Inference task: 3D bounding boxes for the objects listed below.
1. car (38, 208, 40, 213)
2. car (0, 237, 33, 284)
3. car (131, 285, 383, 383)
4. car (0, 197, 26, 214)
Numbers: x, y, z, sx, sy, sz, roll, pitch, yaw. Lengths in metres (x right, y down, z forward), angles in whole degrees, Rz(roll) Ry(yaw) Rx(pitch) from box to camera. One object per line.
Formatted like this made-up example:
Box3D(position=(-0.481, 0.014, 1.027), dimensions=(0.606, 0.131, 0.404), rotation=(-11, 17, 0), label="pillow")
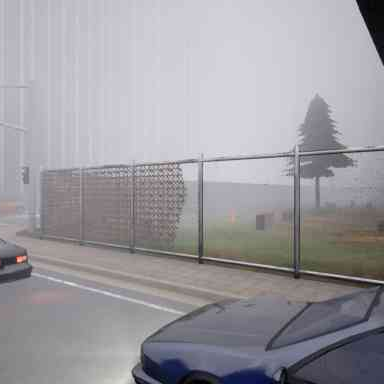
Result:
Box3D(position=(-13.095, 1.508, 33.347), dimensions=(1.994, 1.385, 4.181), rotation=(0, 0, 36), label="car")
Box3D(position=(-6.207, 1.547, 8.397), dimensions=(5.357, 1.411, 2.033), rotation=(0, 0, 35), label="car")
Box3D(position=(1.998, 1.547, 2.566), dimensions=(5.357, 1.411, 2.033), rotation=(0, 0, 35), label="car")
Box3D(position=(-18.508, 1.297, 31.802), dimensions=(2.097, 1.767, 4.553), rotation=(0, 0, 36), label="car")
